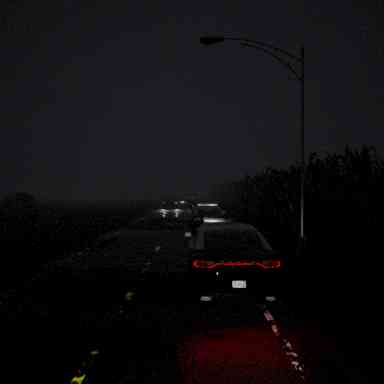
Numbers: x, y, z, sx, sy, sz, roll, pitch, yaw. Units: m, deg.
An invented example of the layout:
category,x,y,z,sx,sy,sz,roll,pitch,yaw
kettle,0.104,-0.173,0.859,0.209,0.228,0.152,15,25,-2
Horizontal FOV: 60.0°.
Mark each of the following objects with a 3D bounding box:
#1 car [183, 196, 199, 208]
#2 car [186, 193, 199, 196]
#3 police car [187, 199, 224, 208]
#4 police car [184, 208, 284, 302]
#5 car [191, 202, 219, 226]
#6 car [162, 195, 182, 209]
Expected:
category,x,y,z,sx,sy,sz,roll,pitch,yaw
car,0.116,1.549,46.088,1.895,1.301,4.718,0,0,1
car,0.093,1.134,60.053,2.150,2.045,5.566,0,0,0
police car,0.853,1.415,18.454,1.930,1.638,5.238,0,0,0
police car,0.837,1.423,8.455,1.930,1.638,5.238,0,0,0
car,0.862,1.509,24.344,1.812,1.442,4.674,0,0,0
car,-2.783,1.305,43.684,2.097,1.767,4.553,0,0,0
